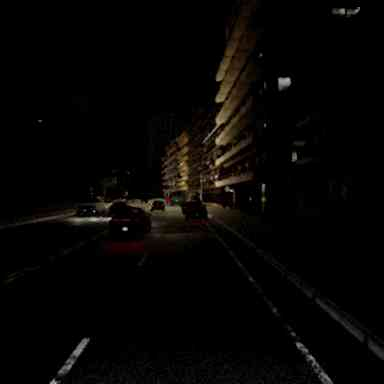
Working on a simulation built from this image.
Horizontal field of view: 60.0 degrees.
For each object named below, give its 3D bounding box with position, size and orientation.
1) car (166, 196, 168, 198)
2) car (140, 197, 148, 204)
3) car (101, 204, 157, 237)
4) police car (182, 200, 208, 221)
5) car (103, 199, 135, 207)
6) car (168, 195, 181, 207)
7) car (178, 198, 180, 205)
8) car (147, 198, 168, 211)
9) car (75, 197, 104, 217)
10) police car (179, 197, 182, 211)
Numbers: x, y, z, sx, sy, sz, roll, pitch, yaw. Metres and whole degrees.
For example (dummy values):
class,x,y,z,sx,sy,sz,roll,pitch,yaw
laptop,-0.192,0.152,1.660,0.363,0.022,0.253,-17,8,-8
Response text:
class,x,y,z,sx,sy,sz,roll,pitch,yaw
car,-5.521,1.855,86.448,2.150,2.045,5.566,0,-1,-7
car,-10.787,2.002,75.644,1.837,1.490,4.892,0,-1,-6
car,-3.423,1.649,19.076,2.128,1.511,4.902,0,0,-2
police car,0.334,1.667,29.689,1.930,1.638,5.238,0,0,-3
car,-7.498,1.767,34.609,1.882,1.535,5.008,0,0,-3
car,-3.004,1.767,64.068,2.150,2.045,5.566,0,-1,-6
car,-0.559,1.880,45.693,1.837,1.490,4.892,0,0,-4
car,-4.759,1.936,46.853,2.033,1.411,5.357,0,0,-4
car,-10.812,1.526,35.834,2.150,2.045,5.566,0,-1,-3
police car,-0.184,1.750,39.762,1.930,1.638,5.238,0,0,-3
